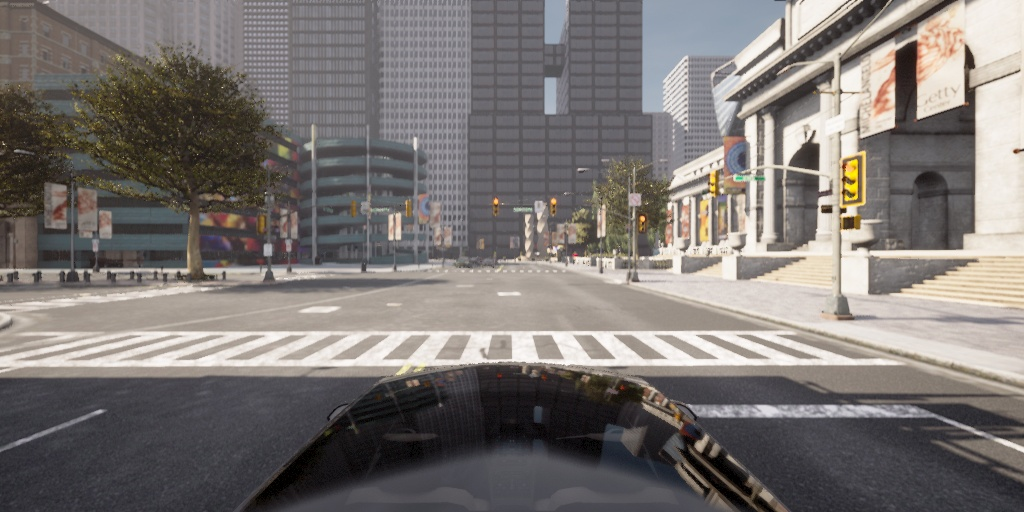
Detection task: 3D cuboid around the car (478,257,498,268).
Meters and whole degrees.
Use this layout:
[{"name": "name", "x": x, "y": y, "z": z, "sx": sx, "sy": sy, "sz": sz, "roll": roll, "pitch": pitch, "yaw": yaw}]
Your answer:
[{"name": "car", "x": -3.561, "y": 1.054, "z": 53.584, "sx": 1.837, "sy": 1.490, "sz": 4.892, "roll": 0, "pitch": 0, "yaw": 0}]

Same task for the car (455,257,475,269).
[{"name": "car", "x": -7.062, "y": 0.905, "z": 52.565, "sx": 2.097, "sy": 1.767, "sz": 4.553, "roll": 0, "pitch": 0, "yaw": 0}]
